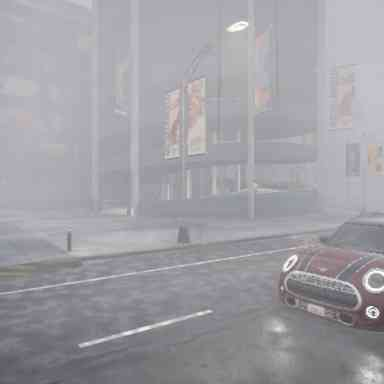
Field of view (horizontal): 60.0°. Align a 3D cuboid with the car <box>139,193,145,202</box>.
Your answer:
[{"bbox_3d":[-11.059,1.027,63.928,2.435,2.045,5.566,0,0,-36],"label":"car"}]

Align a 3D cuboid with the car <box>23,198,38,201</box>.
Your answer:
[{"bbox_3d":[-25.561,1.462,52.413,1.895,1.301,4.718,0,0,-36],"label":"car"}]

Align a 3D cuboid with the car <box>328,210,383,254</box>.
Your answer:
[{"bbox_3d":[7.859,1.563,14.113,4.181,1.385,1.994,0,0,-38],"label":"car"}]

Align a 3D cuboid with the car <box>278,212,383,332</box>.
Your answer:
[{"bbox_3d":[3.856,1.352,6.819,4.553,1.767,2.097,0,0,-36],"label":"car"}]
